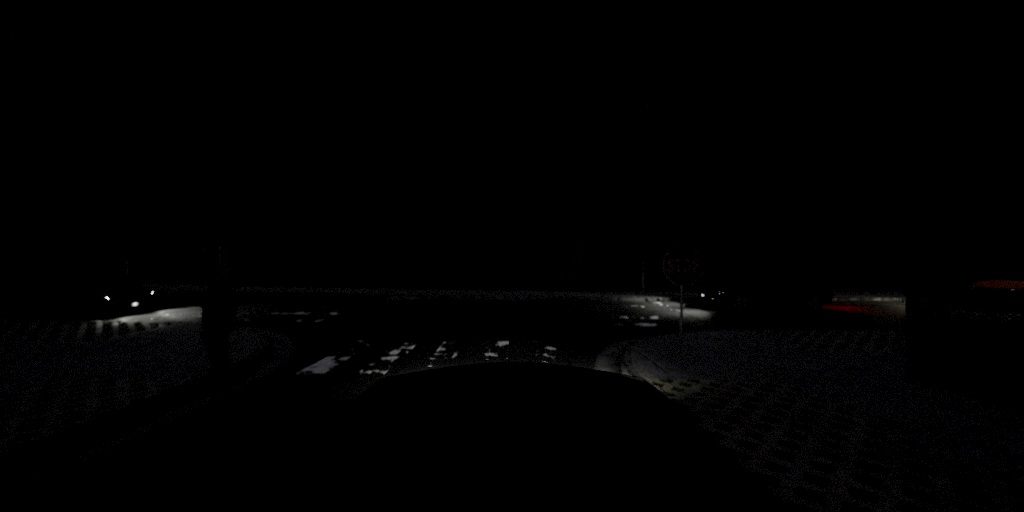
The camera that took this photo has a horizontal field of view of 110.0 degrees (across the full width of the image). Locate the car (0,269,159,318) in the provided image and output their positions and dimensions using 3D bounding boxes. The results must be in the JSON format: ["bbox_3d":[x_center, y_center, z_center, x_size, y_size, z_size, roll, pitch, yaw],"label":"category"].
[{"bbox_3d":[-14.975,1.138,11.724,5.357,1.411,2.033,1,1,0],"label":"car"}]

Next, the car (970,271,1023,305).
[{"bbox_3d":[21.861,1.300,14.579,5.008,1.535,1.882,0,1,0],"label":"car"}]

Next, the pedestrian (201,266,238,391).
[{"bbox_3d":[-4.447,1.066,5.432,0.375,1.860,0.375,-1,1,0],"label":"pedestrian"}]

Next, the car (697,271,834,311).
[{"bbox_3d":[10.202,1.363,14.614,4.892,1.490,1.837,0,1,0],"label":"car"}]
